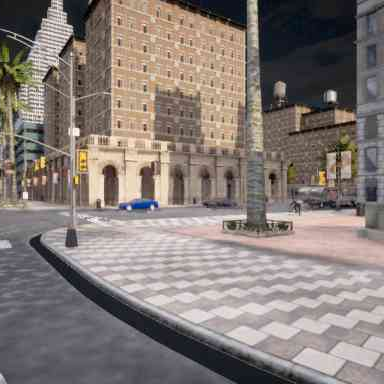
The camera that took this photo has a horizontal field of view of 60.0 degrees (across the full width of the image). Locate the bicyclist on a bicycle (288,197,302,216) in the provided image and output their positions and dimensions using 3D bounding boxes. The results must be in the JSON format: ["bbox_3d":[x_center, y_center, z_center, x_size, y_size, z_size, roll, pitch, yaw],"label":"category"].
[{"bbox_3d":[9.170,1.301,29.683,0.582,1.620,1.656,0,0,-33],"label":"bicyclist on a bicycle"}]

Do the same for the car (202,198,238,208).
[{"bbox_3d":[4.066,1.548,47.825,5.357,1.411,2.033,0,0,-33],"label":"car"}]

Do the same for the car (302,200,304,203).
[{"bbox_3d":[22.119,1.548,59.644,5.357,1.411,2.033,0,0,-33],"label":"car"}]

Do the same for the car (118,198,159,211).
[{"bbox_3d":[-6.546,1.478,40.901,5.008,1.535,1.882,0,0,-33],"label":"car"}]

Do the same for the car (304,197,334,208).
[{"bbox_3d":[19.304,1.505,49.313,4.892,1.490,1.837,0,0,-34],"label":"car"}]

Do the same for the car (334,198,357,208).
[{"bbox_3d":[22.706,1.563,47.273,4.181,1.385,1.994,0,0,-34],"label":"car"}]
